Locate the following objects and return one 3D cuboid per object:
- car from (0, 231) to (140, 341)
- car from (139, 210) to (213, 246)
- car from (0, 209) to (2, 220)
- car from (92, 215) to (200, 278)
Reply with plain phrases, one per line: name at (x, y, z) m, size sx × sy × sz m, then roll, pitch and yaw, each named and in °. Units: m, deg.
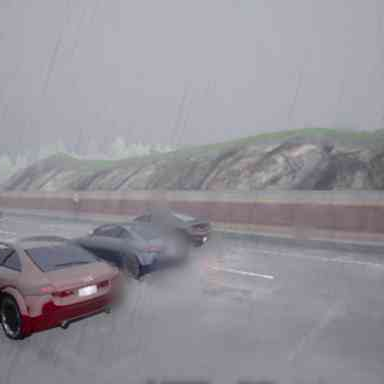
car at (-3.285, 1.571, 6.612) m, size 4.181 × 1.385 × 1.994 m, roll 0°, pitch 0°, yaw 37°
car at (-1.414, 1.535, 13.993) m, size 4.892 × 1.490 × 1.837 m, roll 0°, pitch 0°, yaw 38°
car at (-16.501, 1.515, 25.733) m, size 4.892 × 1.490 × 1.837 m, roll 0°, pitch 0°, yaw 38°
car at (-2.111, 1.583, 10.117) m, size 4.181 × 1.385 × 1.994 m, roll 0°, pitch 0°, yaw 37°
